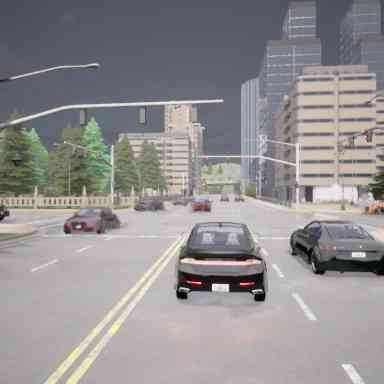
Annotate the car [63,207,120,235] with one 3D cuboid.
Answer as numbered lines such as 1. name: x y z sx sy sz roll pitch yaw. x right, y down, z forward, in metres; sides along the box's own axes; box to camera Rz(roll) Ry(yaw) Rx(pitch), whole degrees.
1. car: -5.567 1.564 18.826 1.994 1.385 4.181 0 0 5

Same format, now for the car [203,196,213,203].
1. car: 3.367 1.595 69.858 1.895 1.301 4.718 0 0 5

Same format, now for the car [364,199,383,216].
1. car: 19.180 1.352 32.156 4.553 1.767 2.097 0 0 7

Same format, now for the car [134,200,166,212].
1. car: -4.805 1.564 38.394 1.994 1.385 4.181 0 0 28

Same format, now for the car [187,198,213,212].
1. car: 0.913 1.601 37.054 1.895 1.301 4.718 0 0 -6

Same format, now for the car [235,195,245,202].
1. car: 11.002 1.591 76.141 1.895 1.301 4.718 0 0 5

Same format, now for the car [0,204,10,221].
1. car: -16.619 1.221 24.784 5.566 2.045 2.150 0 0 7

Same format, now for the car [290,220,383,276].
1. car: 4.404 1.564 10.446 1.994 1.385 4.181 0 0 5

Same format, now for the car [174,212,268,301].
1. car: 0.710 1.492 8.339 2.128 1.511 4.902 0 0 5

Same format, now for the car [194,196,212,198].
1. car: 1.843 1.601 54.933 1.895 1.301 4.718 0 0 6

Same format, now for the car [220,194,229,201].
1. car: 8.409 1.353 85.751 2.097 1.767 4.553 0 0 5

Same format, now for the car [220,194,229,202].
1. car: 7.612 1.549 77.449 1.994 1.385 4.181 0 0 5

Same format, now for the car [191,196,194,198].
1. car: -0.294 1.545 68.398 2.033 1.411 5.357 0 0 6

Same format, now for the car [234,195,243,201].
1. car: 11.896 1.537 85.447 2.033 1.411 5.357 0 0 5

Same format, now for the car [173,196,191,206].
1. car: -1.847 1.564 53.148 1.994 1.385 4.181 0 0 6
